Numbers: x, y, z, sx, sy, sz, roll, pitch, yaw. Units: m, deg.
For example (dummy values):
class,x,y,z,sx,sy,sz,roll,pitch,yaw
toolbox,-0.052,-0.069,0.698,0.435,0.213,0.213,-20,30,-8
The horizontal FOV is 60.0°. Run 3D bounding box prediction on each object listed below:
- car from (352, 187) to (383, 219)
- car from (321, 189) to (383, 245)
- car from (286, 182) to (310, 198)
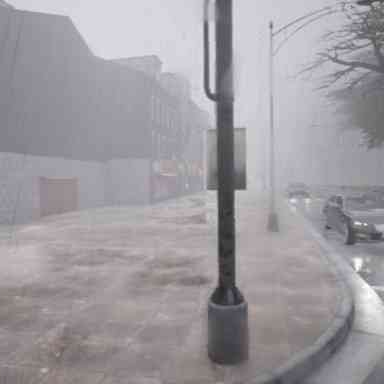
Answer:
class,x,y,z,sx,sy,sz,roll,pitch,yaw
car,10.041,0.493,17.462,1.895,1.301,4.718,-1,3,12
car,5.713,0.763,11.265,2.128,1.511,4.902,-1,3,10
car,10.057,-0.222,31.843,2.033,1.411,5.357,-1,3,12
